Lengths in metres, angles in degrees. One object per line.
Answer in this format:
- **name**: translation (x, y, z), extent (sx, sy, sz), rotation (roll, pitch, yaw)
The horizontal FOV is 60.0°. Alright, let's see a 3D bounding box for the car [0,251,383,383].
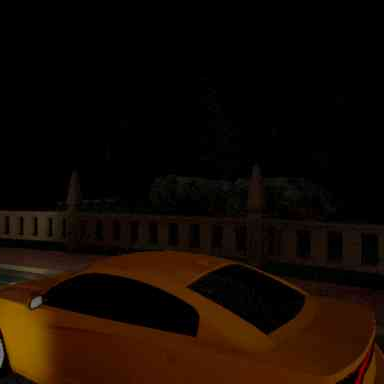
- **car**: translation (-0.585, 1.476, 3.941), extent (5.008, 1.535, 1.882), rotation (-1, -1, 32)
